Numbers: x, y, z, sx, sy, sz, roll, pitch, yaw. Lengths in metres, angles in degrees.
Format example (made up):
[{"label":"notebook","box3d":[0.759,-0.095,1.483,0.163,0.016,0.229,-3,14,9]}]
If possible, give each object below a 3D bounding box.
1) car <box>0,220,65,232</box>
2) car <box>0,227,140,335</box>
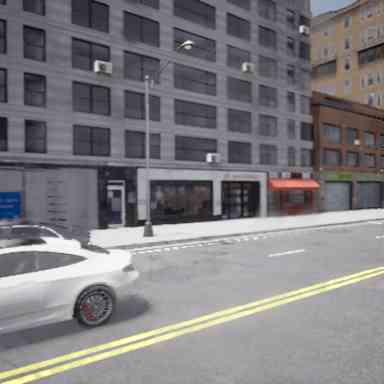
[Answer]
[{"label":"car","box3d":[-4.891,1.501,8.180,4.892,1.490,1.837,0,0,-35]},{"label":"car","box3d":[-3.137,1.523,5.439,4.674,1.442,1.812,0,0,-35]}]
